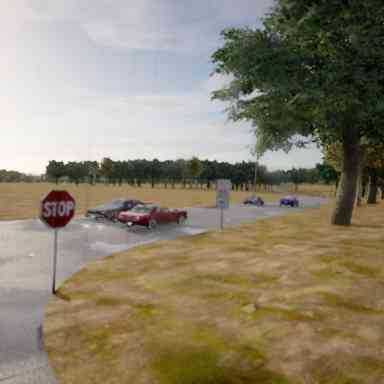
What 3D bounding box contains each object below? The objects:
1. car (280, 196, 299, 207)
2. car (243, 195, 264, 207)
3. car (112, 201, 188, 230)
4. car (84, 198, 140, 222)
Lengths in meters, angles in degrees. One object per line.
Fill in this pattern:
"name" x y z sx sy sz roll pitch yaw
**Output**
"car" 14.108 1.297 47.994 1.882 1.535 5.008 4 2 28
"car" 8.424 1.179 45.249 1.994 1.385 4.181 4 2 29
"car" -2.208 1.413 19.984 1.895 1.301 4.718 4 2 32
"car" -4.750 1.153 22.900 2.033 1.411 5.357 4 2 31
